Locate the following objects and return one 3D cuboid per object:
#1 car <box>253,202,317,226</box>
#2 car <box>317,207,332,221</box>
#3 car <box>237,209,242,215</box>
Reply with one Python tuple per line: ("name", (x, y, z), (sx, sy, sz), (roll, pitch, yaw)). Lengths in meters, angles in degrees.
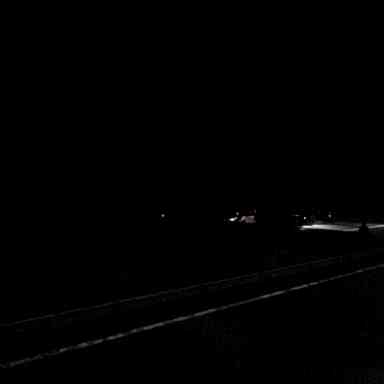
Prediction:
("car", (6.580, 1.651, 24.583), (1.994, 1.385, 4.181), (0, -1, -39))
("car", (8.938, 1.586, 27.233), (2.128, 1.511, 4.902), (0, -1, -39))
("car", (2.687, 1.787, 34.647), (2.033, 1.411, 5.357), (0, -1, -42))
